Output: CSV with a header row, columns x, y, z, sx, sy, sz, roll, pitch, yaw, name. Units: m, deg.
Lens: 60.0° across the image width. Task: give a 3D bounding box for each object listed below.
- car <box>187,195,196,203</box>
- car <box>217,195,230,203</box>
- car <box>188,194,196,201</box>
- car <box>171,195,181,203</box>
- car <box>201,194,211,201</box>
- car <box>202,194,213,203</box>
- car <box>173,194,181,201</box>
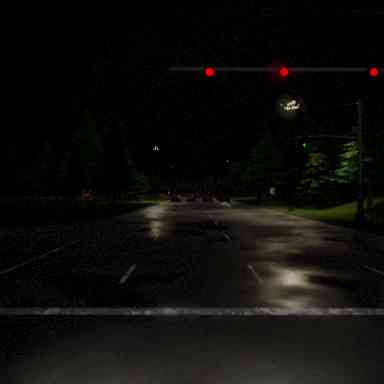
x,y,z,sx,sy,sz,roll,pitch,yaw,name
-0.058,1.520,70.492,2.033,1.411,5.357,0,0,0,car
6.941,1.533,70.914,1.994,1.385,4.181,0,0,0,car
-0.067,1.344,80.912,1.812,1.442,4.674,0,0,0,car
-3.559,1.505,70.905,1.812,1.442,4.674,0,0,0,car
3.433,1.344,80.914,2.128,1.511,4.902,0,0,0,car
3.441,1.533,70.911,1.994,1.385,4.181,0,0,0,car
-3.567,1.344,80.909,1.812,1.442,4.674,0,0,0,car
